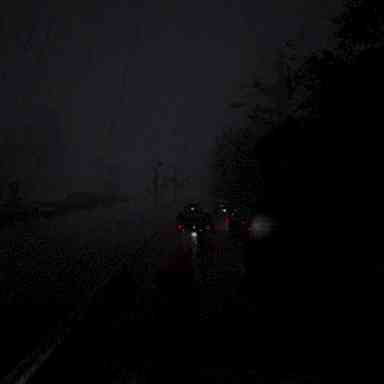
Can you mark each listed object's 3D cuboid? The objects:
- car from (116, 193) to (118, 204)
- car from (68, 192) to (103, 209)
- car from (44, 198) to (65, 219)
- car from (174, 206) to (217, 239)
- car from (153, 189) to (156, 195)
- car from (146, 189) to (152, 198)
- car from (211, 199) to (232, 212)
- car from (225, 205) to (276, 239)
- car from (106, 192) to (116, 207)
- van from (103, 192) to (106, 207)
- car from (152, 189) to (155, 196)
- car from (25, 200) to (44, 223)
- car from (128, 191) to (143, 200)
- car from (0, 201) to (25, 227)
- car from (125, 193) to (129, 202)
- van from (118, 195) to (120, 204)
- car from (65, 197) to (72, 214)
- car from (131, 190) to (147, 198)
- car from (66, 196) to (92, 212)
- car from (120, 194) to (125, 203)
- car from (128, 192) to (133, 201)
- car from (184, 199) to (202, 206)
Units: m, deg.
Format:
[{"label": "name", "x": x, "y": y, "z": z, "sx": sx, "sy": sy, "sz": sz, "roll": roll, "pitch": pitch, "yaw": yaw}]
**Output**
[{"label": "car", "x": -13.850, "y": 1.301, "z": 48.613, "sx": 4.892, "sy": 1.521, "sz": 2.231, "roll": -1, "pitch": 1, "yaw": -20}, {"label": "car", "x": -13.891, "y": 1.155, "z": 39.646, "sx": 5.566, "sy": 2.045, "sz": 2.435, "roll": -1, "pitch": 1, "yaw": -20}, {"label": "car", "x": -13.697, "y": 1.498, "z": 27.793, "sx": 5.366, "sy": 1.575, "sz": 1.946, "roll": -1, "pitch": 0, "yaw": -20}, {"label": "car", "x": 0.101, "y": 1.638, "z": 17.405, "sx": 1.895, "sy": 1.301, "sz": 4.718, "roll": 0, "pitch": 0, "yaw": 0}, {"label": "car", "x": -13.856, "y": 0.439, "z": 93.573, "sx": 5.566, "sy": 2.045, "sz": 2.435, "roll": -1, "pitch": 1, "yaw": -20}, {"label": "car", "x": -13.811, "y": 0.606, "z": 84.594, "sx": 5.566, "sy": 2.045, "sz": 2.435, "roll": -1, "pitch": 1, "yaw": -20}, {"label": "car", "x": 3.101, "y": 1.471, "z": 34.142, "sx": 1.837, "sy": 1.490, "sz": 4.892, "roll": 0, "pitch": 1, "yaw": 0}, {"label": "car", "x": 3.100, "y": 1.601, "z": 17.733, "sx": 1.994, "sy": 1.385, "sz": 4.181, "roll": 0, "pitch": 0, "yaw": 0}, {"label": "car", "x": -13.837, "y": 1.084, "z": 45.642, "sx": 5.566, "sy": 2.045, "sz": 2.435, "roll": -1, "pitch": 0, "yaw": -20}, {"label": "van", "x": -13.755, "y": 1.143, "z": 42.689, "sx": 4.442, "sy": 1.987, "sz": 1.878, "roll": -1, "pitch": 0, "yaw": -20}, {"label": "car", "x": -13.657, "y": 0.743, "z": 90.651, "sx": 5.366, "sy": 1.575, "sz": 1.946, "roll": -1, "pitch": 1, "yaw": -20}, {"label": "car", "x": -13.898, "y": 1.549, "z": 24.724, "sx": 4.792, "sy": 1.488, "sz": 2.163, "roll": -1, "pitch": 0, "yaw": -20}, {"label": "car", "x": -13.815, "y": 1.045, "z": 72.583, "sx": 4.792, "sy": 1.488, "sz": 2.163, "roll": -1, "pitch": 0, "yaw": -20}, {"label": "car", "x": -13.868, "y": 1.565, "z": 21.752, "sx": 4.674, "sy": 1.452, "sz": 2.002, "roll": -1, "pitch": 0, "yaw": -20}, {"label": "car", "x": -13.846, "y": 1.234, "z": 57.560, "sx": 4.674, "sy": 1.452, "sz": 2.002, "roll": -1, "pitch": 1, "yaw": -20}, {"label": "van", "x": -13.966, "y": 1.041, "z": 51.550, "sx": 4.442, "sy": 1.987, "sz": 1.878, "roll": -1, "pitch": 1, "yaw": -20}, {"label": "car", "x": -13.840, "y": 1.515, "z": 30.721, "sx": 4.792, "sy": 1.488, "sz": 2.163, "roll": -1, "pitch": 0, "yaw": -20}, {"label": "car", "x": -14.009, "y": 0.942, "z": 78.506, "sx": 5.366, "sy": 1.575, "sz": 1.946, "roll": -1, "pitch": 1, "yaw": -20}, {"label": "car", "x": -13.860, "y": 1.475, "z": 36.678, "sx": 4.674, "sy": 1.452, "sz": 2.002, "roll": -1, "pitch": 1, "yaw": -20}, {"label": "car", "x": -13.825, "y": 1.103, "z": 54.586, "sx": 4.553, "sy": 1.767, "sz": 2.185, "roll": -1, "pitch": 1, "yaw": -20}, {"label": "car", "x": -13.823, "y": 1.187, "z": 60.578, "sx": 4.792, "sy": 1.488, "sz": 2.163, "roll": -1, "pitch": 0, "yaw": -20}, {"label": "car", "x": 0.101, "y": 1.482, "z": 35.125, "sx": 1.812, "sy": 1.442, "sz": 4.674, "roll": 0, "pitch": 1, "yaw": 0}]
